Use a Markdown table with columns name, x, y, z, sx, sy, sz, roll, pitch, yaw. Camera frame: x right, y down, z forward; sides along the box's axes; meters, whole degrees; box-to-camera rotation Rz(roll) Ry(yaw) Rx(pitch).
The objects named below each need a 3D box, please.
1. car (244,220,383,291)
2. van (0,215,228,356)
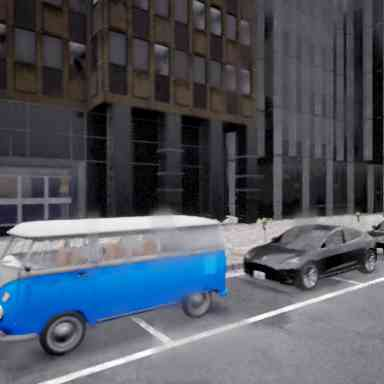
| name | x | y | z | sx | sy | sz | roll | pitch | yaw |
| --- | --- | --- | --- | --- | --- | --- | --- | --- | --- |
| car | 3.354 | 1.573 | 9.044 | 4.313 | 1.339 | 1.947 | 0 | 0 | -36 |
| van | -1.235 | 1.343 | 5.771 | 3.998 | 1.788 | 1.690 | 0 | 0 | -36 |
